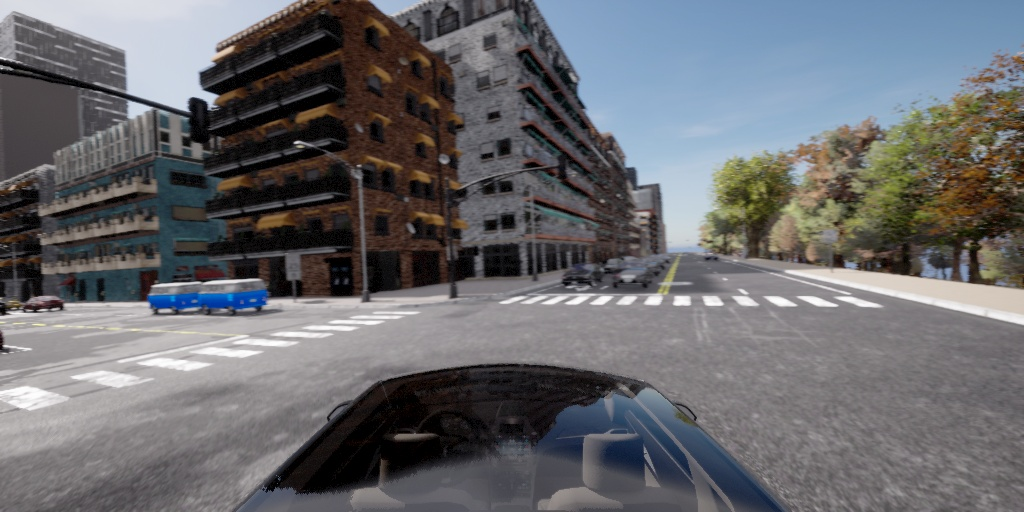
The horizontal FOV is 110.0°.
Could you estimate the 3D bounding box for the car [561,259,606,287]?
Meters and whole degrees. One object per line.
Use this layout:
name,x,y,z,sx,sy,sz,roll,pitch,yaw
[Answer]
car,4.854,1.169,23.860,2.033,1.411,5.357,-3,0,25

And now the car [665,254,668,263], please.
car,15.464,0.686,38.659,1.837,1.490,4.892,-3,0,25

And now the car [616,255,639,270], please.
car,13.793,0.767,42.709,1.882,1.535,5.008,-3,0,25

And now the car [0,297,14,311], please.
car,-43.800,4.244,29.668,4.892,1.490,1.837,-4,0,24

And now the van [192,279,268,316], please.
van,-15.045,2.185,19.358,3.998,1.789,1.690,0,0,25

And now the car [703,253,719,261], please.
car,30.789,0.128,55.594,1.895,1.301,4.718,-3,0,25

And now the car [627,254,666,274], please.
car,11.119,0.835,29.508,2.128,1.511,4.902,-3,0,25

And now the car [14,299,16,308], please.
car,-50.787,4.743,35.731,4.829,1.417,1.751,0,0,25

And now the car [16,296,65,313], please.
car,-40.465,4.121,31.003,4.207,1.307,1.802,0,0,25

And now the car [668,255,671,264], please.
car,22.359,0.448,53.002,1.837,1.490,4.892,-3,-1,25

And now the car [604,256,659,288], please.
car,7.147,0.983,21.125,2.128,1.511,4.902,-3,0,25

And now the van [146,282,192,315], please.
van,-20.129,2.524,21.687,3.998,1.789,1.690,0,0,25

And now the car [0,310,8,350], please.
car,-18.538,2.590,11.778,4.207,1.307,1.802,0,0,25
